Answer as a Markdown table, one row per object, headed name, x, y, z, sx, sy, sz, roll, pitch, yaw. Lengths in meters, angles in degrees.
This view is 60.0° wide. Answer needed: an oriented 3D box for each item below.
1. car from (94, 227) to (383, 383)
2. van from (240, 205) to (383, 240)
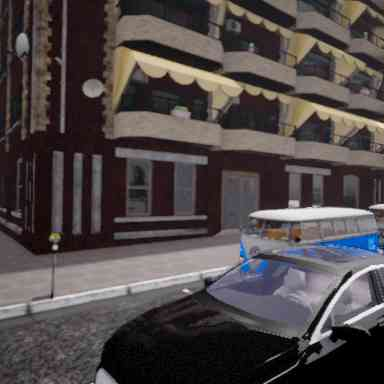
| name | x | y | z | sx | sy | sz | roll | pitch | yaw |
| --- | --- | --- | --- | --- | --- | --- | --- | --- | --- |
| car | 1.347 | 1.476 | 3.912 | 4.902 | 1.511 | 2.128 | 0 | 0 | -36 |
| van | 2.925 | 1.310 | 8.159 | 3.998 | 1.788 | 1.690 | 0 | 2 | -35 |
